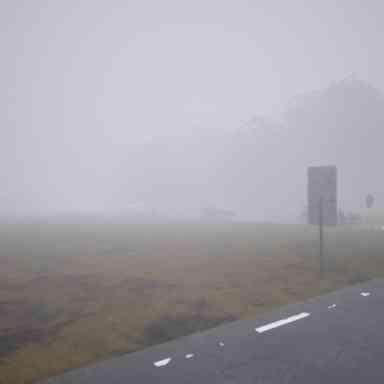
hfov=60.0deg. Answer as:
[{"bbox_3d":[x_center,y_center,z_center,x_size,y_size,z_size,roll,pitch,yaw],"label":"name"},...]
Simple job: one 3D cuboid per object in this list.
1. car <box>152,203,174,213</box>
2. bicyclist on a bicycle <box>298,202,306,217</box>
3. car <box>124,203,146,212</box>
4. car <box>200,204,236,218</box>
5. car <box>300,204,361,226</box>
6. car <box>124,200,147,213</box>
[{"bbox_3d":[-4.789,2.555,54.189,1.882,1.535,5.008,-1,-1,-35],"label":"car"},{"bbox_3d":[11.976,1.916,35.891,1.656,1.620,0.582,0,-1,-35],"label":"bicyclist on a bicycle"},{"bbox_3d":[-10.854,2.838,62.645,2.128,1.511,4.902,-1,-1,-35],"label":"car"},{"bbox_3d":[2.912,2.158,38.342,1.882,1.535,5.008,-1,-1,-35],"label":"car"},{"bbox_3d":[11.090,1.707,26.776,2.097,1.767,4.553,-1,-1,-35],"label":"car"},{"bbox_3d":[-9.640,2.428,56.178,2.150,2.045,5.566,-1,-1,-35],"label":"car"}]
